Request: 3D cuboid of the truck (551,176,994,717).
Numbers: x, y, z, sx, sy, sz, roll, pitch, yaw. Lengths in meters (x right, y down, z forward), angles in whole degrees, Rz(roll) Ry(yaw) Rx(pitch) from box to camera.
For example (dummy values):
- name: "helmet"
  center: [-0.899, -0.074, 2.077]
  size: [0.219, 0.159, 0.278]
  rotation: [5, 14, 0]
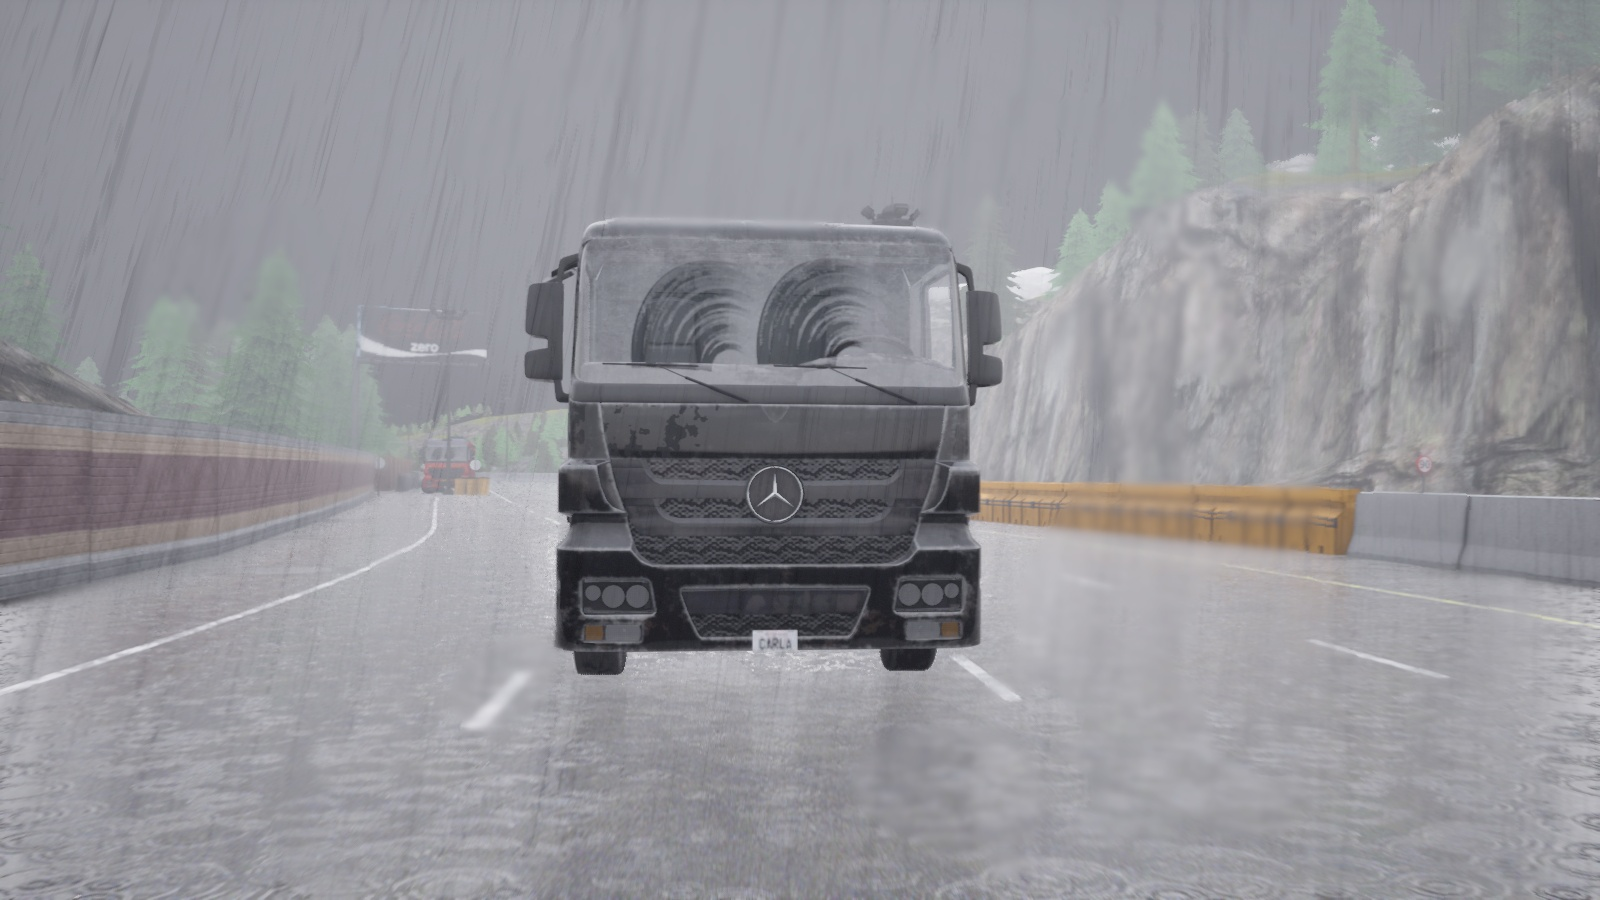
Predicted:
- name: "truck"
  center: [-0.583, 0.038, 12.132]
  size: [2.891, 3.462, 7.936]
  rotation: [0, -1, -6]

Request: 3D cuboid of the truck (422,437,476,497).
- name: "truck"
  center: [-23.516, 1.163, 84.513]
  size: [2.891, 3.827, 8.468]
  rotation: [0, -1, -11]
